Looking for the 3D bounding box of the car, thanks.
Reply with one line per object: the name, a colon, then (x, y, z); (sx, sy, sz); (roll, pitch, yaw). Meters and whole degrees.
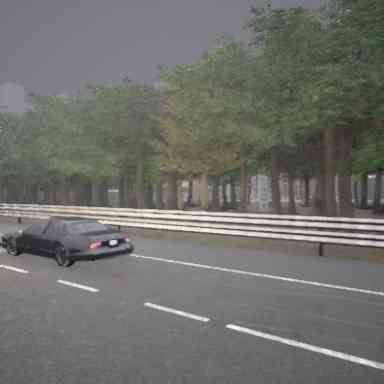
car: (-4.381, 1.550, 11.317); (5.357, 1.411, 2.033); (0, 0, 35)
